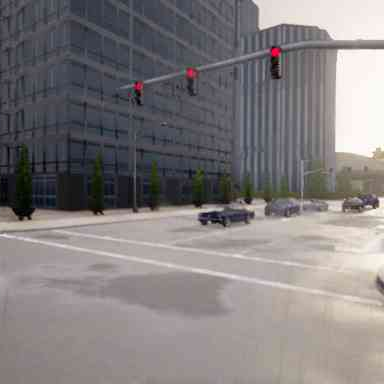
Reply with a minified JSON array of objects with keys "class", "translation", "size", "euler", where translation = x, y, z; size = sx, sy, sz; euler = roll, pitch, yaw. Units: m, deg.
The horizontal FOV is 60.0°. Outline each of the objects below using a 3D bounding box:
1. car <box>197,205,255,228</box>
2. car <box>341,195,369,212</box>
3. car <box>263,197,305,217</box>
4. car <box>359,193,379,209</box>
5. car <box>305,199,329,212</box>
[{"class":"car","translation":[2.326,1.520,21.974],"size":[1.895,1.301,4.718],"euler":[1,0,36]},{"class":"car","translation":[18.287,1.448,37.624],"size":[1.837,1.490,4.892],"euler":[1,0,36]},{"class":"car","translation":[8.179,1.265,30.010],"size":[2.097,1.767,4.553],"euler":[1,0,36]},{"class":"car","translation":[24.195,1.158,45.744],"size":[2.150,2.045,5.566],"euler":[1,0,36]},{"class":"car","translation":[14.159,1.508,38.212],"size":[1.895,1.301,4.718],"euler":[1,0,36]}]
